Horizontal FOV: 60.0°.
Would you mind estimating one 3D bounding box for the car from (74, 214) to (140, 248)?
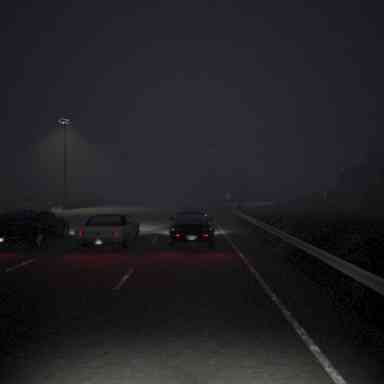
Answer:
[{"bbox_3d":[-3.513,1.609,14.716,1.895,1.301,4.718,0,0,0],"label":"car"}]

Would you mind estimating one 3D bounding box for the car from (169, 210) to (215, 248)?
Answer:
[{"bbox_3d":[-0.013,1.526,14.695,1.812,1.442,4.674,0,0,0],"label":"car"}]

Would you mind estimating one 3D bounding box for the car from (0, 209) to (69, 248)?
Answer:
[{"bbox_3d":[-7.013,1.509,14.676,1.837,1.490,4.892,0,0,0],"label":"car"}]
